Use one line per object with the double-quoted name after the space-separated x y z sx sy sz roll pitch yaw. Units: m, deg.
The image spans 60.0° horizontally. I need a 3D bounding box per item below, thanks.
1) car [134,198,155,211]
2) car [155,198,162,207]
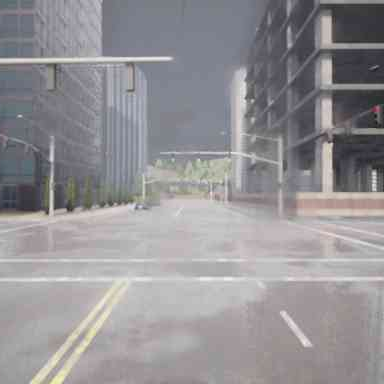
-7.128 1.989 48.370 2.128 1.511 4.902 0 -1 0 "car"
-7.084 2.020 64.963 2.097 1.767 4.553 0 -1 0 "car"
